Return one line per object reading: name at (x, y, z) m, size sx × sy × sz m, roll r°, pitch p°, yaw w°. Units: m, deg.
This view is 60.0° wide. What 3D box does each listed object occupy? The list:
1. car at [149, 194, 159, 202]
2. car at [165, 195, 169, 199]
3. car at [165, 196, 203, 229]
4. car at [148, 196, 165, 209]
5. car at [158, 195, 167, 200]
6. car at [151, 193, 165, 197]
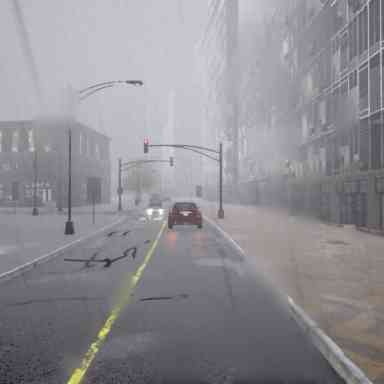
car at (-8.655, 1.334, 76.165) m, size 2.097 × 1.767 × 4.553 m, roll 0°, pitch 0°, yaw -9°
car at (-6.062, 1.454, 77.371) m, size 1.882 × 1.535 × 5.008 m, roll 0°, pitch 0°, yaw -9°
car at (-0.532, 1.356, 21.928) m, size 2.097 × 1.767 × 4.553 m, roll 0°, pitch 0°, yaw -4°
car at (-5.008, 1.595, 45.649) m, size 1.895 × 1.301 × 4.718 m, roll 0°, pitch 0°, yaw -5°
car at (-7.787, 1.405, 87.671) m, size 1.895 × 1.301 × 4.718 m, roll 0°, pitch 0°, yaw -11°
car at (-6.626, 1.210, 60.948) m, size 2.150 × 2.045 × 5.566 m, roll 0°, pitch 0°, yaw -7°
